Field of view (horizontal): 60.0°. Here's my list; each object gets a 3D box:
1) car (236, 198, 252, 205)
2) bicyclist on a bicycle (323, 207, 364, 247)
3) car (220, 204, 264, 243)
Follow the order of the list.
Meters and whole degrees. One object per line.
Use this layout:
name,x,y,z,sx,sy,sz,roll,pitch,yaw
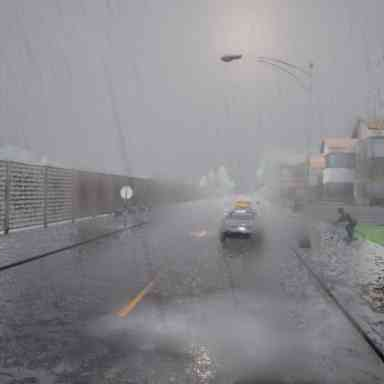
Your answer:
car,6.535,1.439,42.065,1.882,1.535,5.008,2,1,9
bicyclist on a bicycle,6.382,1.482,13.965,1.656,1.620,0.582,2,0,9
car,2.461,1.546,16.188,1.994,1.385,4.181,2,0,9
